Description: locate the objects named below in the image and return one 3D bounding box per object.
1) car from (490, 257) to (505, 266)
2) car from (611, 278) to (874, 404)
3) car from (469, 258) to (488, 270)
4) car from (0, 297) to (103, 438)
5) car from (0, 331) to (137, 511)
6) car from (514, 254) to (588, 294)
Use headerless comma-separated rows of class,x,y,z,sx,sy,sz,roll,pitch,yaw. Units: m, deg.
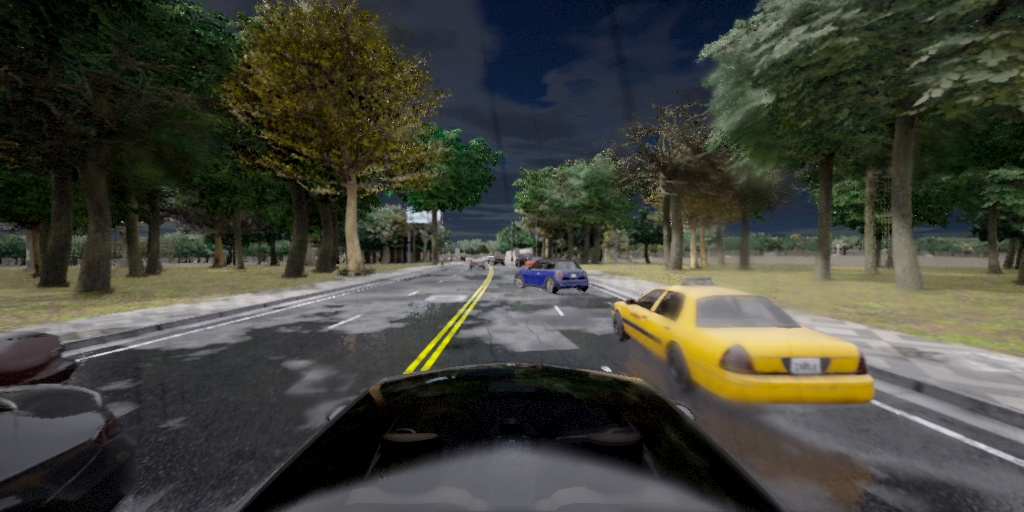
car,-2.302,0.862,61.685,1.837,1.490,4.892,0,1,-6
car,3.250,1.161,6.532,1.801,1.575,5.366,0,1,0
car,-4.309,0.946,44.815,1.812,1.442,4.674,0,0,-3
car,-6.600,1.293,2.204,2.033,1.411,5.357,0,1,0
car,-3.363,1.288,0.406,1.812,1.442,4.674,0,1,0
car,1.950,0.943,19.120,2.097,1.767,4.553,0,1,-28
